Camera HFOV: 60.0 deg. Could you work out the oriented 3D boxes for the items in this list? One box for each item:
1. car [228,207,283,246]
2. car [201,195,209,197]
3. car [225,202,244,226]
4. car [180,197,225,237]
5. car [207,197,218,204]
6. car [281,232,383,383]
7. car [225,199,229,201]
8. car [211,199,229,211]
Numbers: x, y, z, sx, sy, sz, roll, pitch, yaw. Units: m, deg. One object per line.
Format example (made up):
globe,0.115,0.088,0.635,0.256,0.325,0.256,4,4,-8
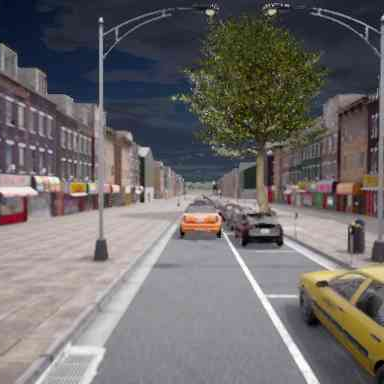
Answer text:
car,2.934,1.585,15.232,1.947,1.339,4.313,-1,0,1
car,1.062,1.546,45.262,1.837,1.490,4.892,0,-1,1
car,3.054,1.573,20.777,2.008,1.369,4.403,-1,0,1
car,0.470,1.362,18.243,2.097,1.767,4.553,0,0,1
car,4.017,1.641,65.131,1.887,1.381,4.507,-1,0,1
car,2.696,1.539,4.314,1.752,1.417,4.829,-1,0,1
car,3.295,1.578,31.866,1.887,1.381,4.507,-1,0,1
car,3.536,1.601,42.954,2.008,1.369,4.403,-1,0,1
